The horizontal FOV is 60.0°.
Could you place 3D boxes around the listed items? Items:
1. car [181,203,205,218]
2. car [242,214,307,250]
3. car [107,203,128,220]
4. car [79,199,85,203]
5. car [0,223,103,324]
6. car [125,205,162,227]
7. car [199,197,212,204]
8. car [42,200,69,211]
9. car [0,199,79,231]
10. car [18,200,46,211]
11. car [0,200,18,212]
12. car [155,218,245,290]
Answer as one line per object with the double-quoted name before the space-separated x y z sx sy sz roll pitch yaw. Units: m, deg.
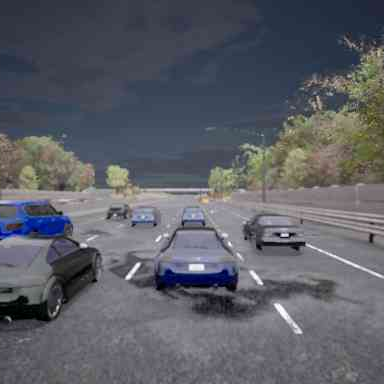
"car" 0.103 1.826 26.621 2.033 1.411 5.357 0 -1 0
"car" 3.496 1.704 15.100 2.033 1.411 5.357 0 -1 0
"car" -6.898 1.844 32.297 1.837 1.490 4.892 0 -1 0
"car" -17.563 1.883 50.001 2.097 1.767 4.553 0 -1 0
"car" -3.399 1.642 7.406 1.994 1.385 4.181 0 -1 0
"car" -3.399 1.814 25.468 2.033 1.411 5.357 0 -1 0
"car" 3.506 2.468 87.800 1.882 1.535 5.008 0 -1 0
"car" -21.049 2.038 51.575 2.128 1.511 4.902 0 -1 1
"car" -6.899 1.366 13.917 2.150 2.045 5.566 0 -1 0
"car" -24.548 2.047 51.289 1.837 1.490 4.892 0 0 1
"car" -28.049 2.025 49.324 1.837 1.490 4.892 0 0 0
"car" 0.102 1.662 9.389 1.994 1.385 4.181 0 -1 0
